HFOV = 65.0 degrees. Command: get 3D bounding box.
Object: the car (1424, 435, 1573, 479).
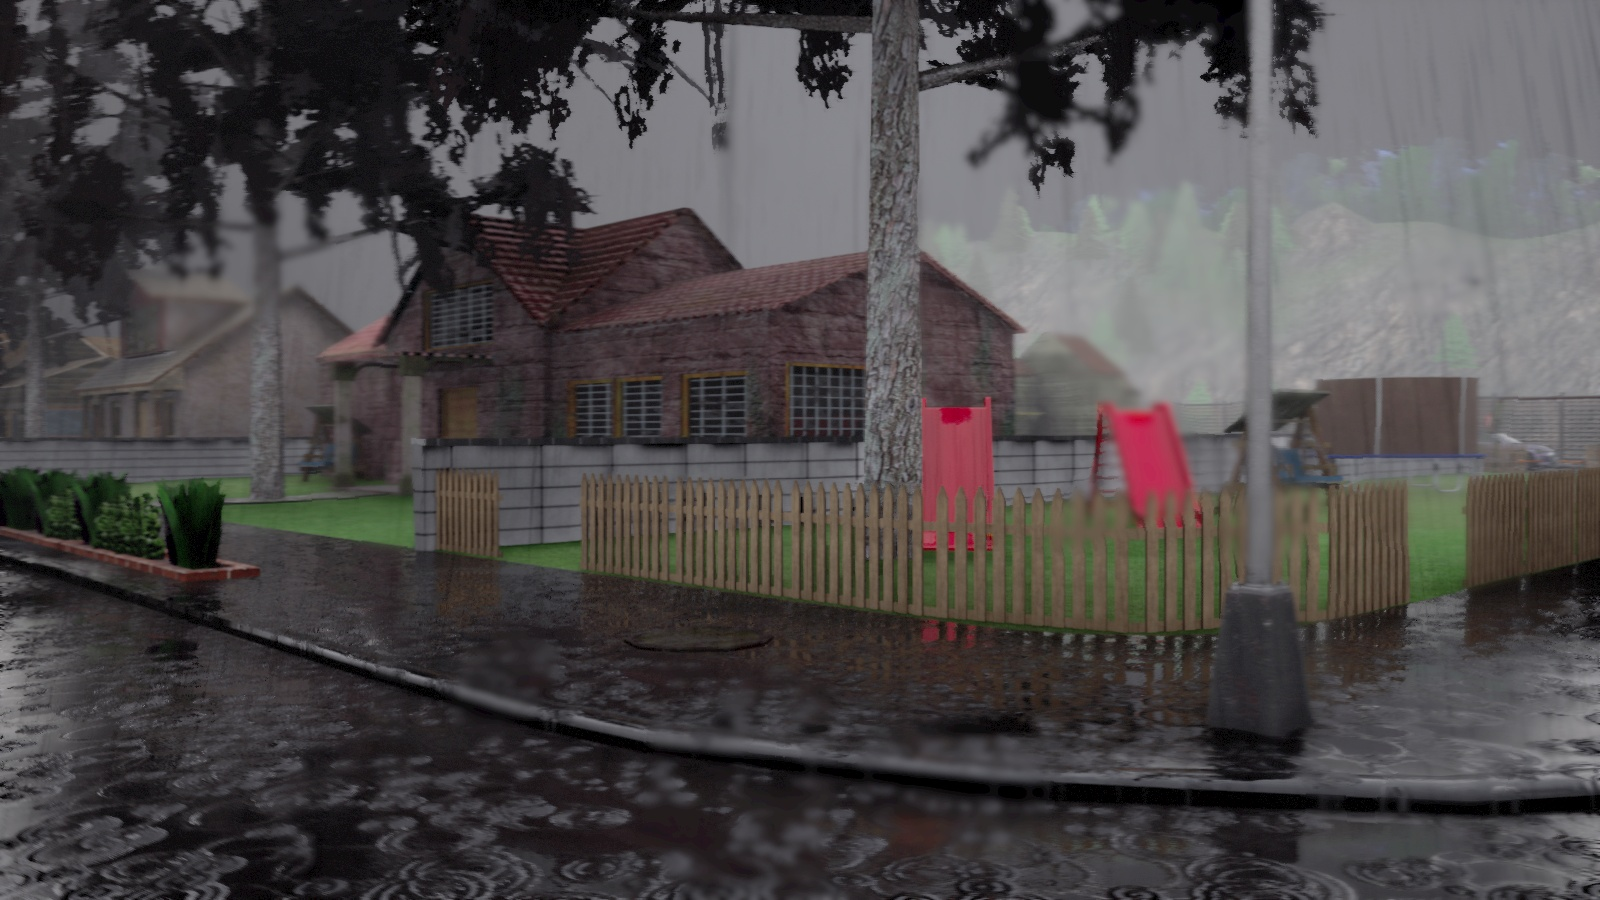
[{"bbox_3d":[28.066,0.251,50.571,2.033,1.649,4.856,0,1,-43],"label":"car"}]
